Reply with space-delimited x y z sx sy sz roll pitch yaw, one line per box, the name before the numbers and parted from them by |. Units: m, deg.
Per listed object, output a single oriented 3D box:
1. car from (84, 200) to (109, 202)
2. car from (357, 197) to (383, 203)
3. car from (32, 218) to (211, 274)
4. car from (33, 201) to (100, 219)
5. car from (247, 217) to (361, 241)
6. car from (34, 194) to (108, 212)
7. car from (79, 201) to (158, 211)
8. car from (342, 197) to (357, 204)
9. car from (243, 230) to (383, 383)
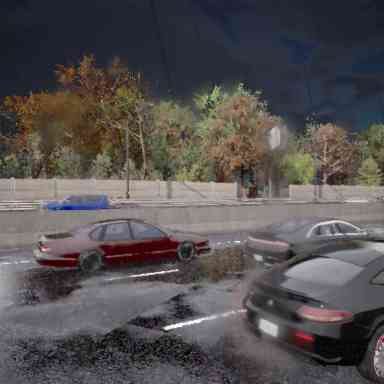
car | -5.054 1.547 25.172 5.357 1.411 2.033 0 0 -30
car | 26.449 1.503 47.462 4.902 1.511 2.128 0 0 -30
car | -2.050 1.547 10.493 5.357 1.411 2.033 0 0 -30
car | -11.180 1.548 29.705 5.357 1.411 2.033 0 0 -30
car | 3.816 1.491 9.849 4.902 1.511 2.128 0 0 -30
car | -9.317 1.222 26.739 5.566 2.045 2.150 0 0 -30
car | -4.538 1.525 21.421 4.674 1.442 1.812 0 0 -30
car | 24.895 1.538 50.609 4.674 1.442 1.812 0 0 -30
car | 2.939 1.525 5.297 4.674 1.442 1.812 0 0 -30
